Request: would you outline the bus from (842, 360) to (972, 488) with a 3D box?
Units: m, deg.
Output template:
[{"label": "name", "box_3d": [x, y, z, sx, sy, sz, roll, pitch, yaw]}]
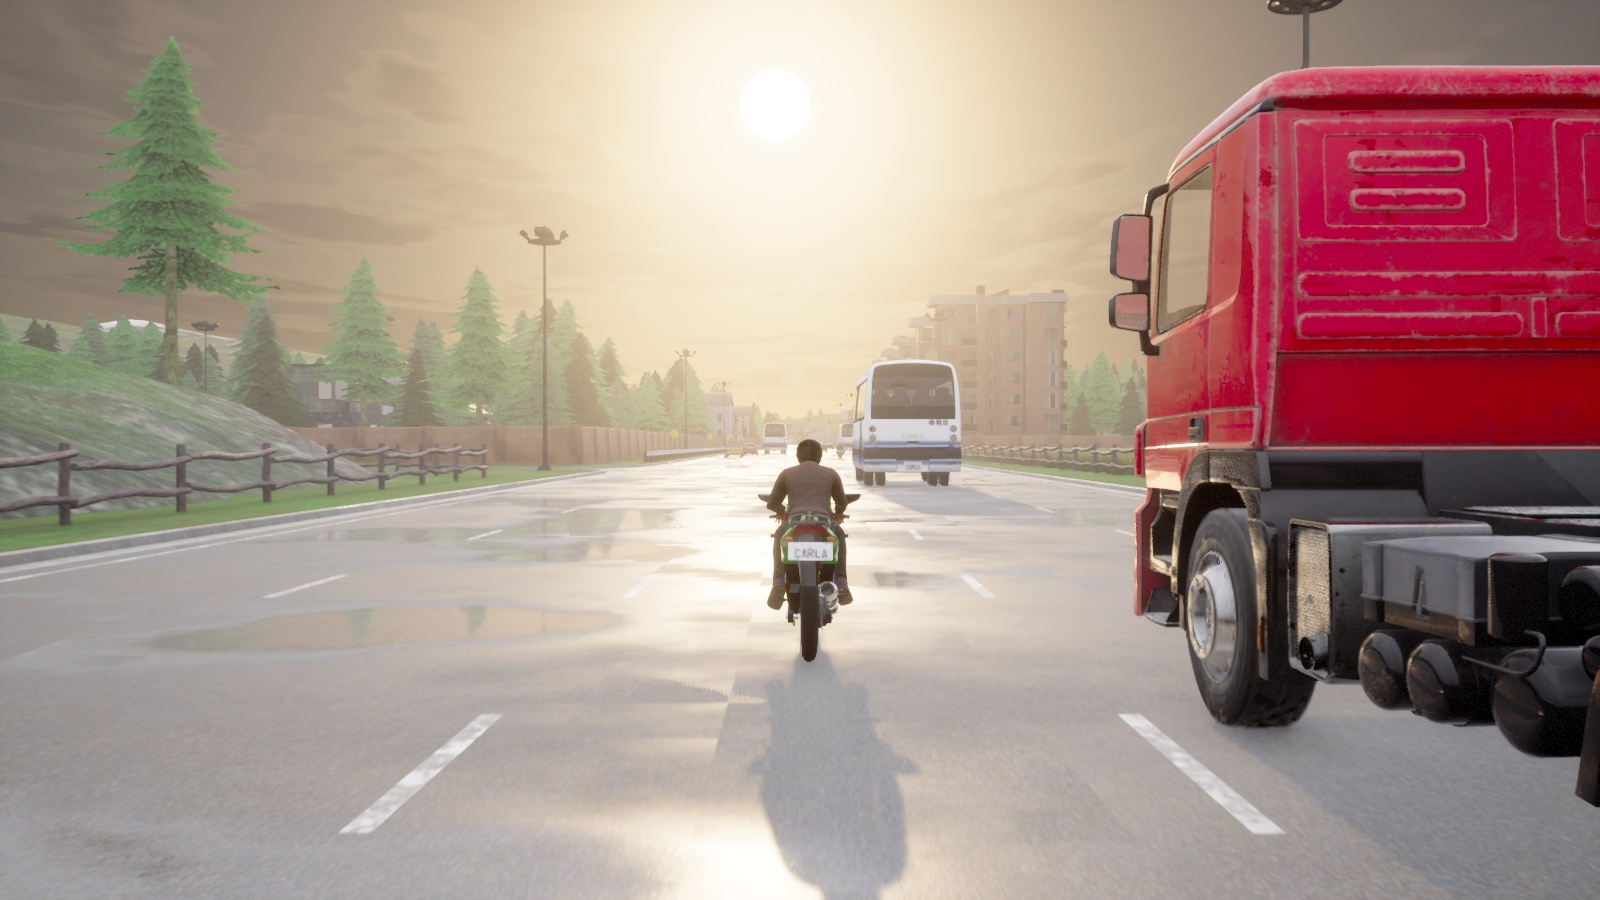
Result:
[{"label": "bus", "box_3d": [3.721, -0.890, 46.741, 3.944, 4.253, 10.273, 0, 0, 0]}]

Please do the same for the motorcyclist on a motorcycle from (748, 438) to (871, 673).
[{"label": "motorcyclist on a motorcycle", "box_3d": [0.067, 0.677, 9.170, 0.797, 1.523, 2.044, 0, 0, 0]}]

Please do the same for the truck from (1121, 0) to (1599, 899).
[{"label": "truck", "box_3d": [3.541, -0.257, 4.302, 2.891, 3.462, 7.936, 0, 0, 0]}]
